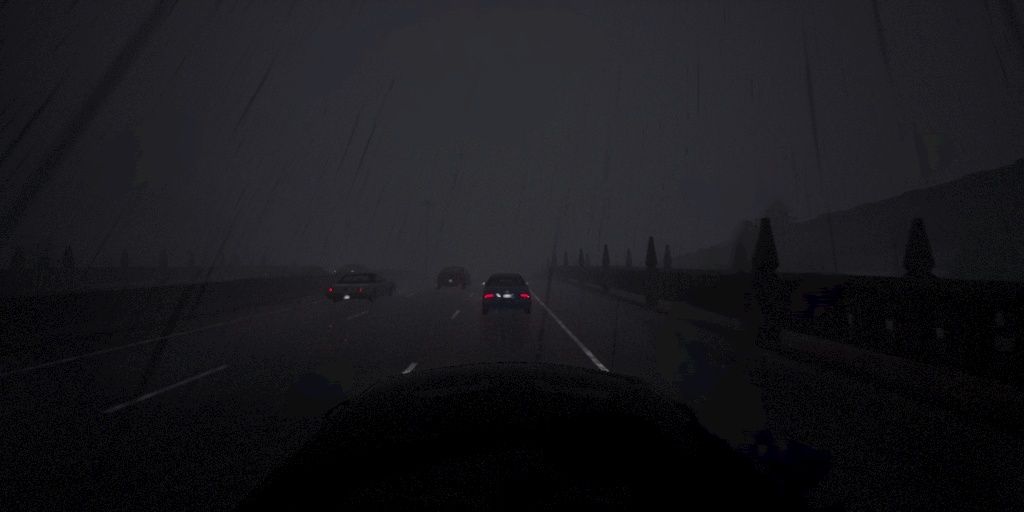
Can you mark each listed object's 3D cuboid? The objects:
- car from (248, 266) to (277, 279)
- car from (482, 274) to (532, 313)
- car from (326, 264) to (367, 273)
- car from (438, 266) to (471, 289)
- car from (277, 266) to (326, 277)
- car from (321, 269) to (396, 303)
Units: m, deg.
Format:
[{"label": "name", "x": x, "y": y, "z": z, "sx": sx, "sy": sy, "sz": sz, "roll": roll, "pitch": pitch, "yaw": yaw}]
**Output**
[{"label": "car", "x": -21.952, "y": 1.662, "z": 33.065, "sx": 2.128, "sy": 1.511, "sz": 4.902, "roll": 0, "pitch": -2, "yaw": -1}, {"label": "car", "x": -0.245, "y": 1.431, "z": 14.645, "sx": 2.033, "sy": 1.411, "sz": 5.357, "roll": 0, "pitch": -1, "yaw": -2}, {"label": "car", "x": -14.960, "y": 1.514, "z": 33.480, "sx": 2.097, "sy": 1.767, "sz": 4.553, "roll": 0, "pitch": -2, "yaw": -1}, {"label": "car", "x": -4.076, "y": 1.483, "z": 25.738, "sx": 1.882, "sy": 1.535, "sz": 5.008, "roll": 0, "pitch": -1, "yaw": -2}, {"label": "car", "x": -18.436, "y": 1.644, "z": 32.311, "sx": 1.837, "sy": 1.490, "sz": 4.892, "roll": 0, "pitch": -2, "yaw": -1}, {"label": "car", "x": -7.347, "y": 1.534, "z": 18.001, "sx": 1.895, "sy": 1.301, "sz": 4.718, "roll": 0, "pitch": -1, "yaw": -2}]
